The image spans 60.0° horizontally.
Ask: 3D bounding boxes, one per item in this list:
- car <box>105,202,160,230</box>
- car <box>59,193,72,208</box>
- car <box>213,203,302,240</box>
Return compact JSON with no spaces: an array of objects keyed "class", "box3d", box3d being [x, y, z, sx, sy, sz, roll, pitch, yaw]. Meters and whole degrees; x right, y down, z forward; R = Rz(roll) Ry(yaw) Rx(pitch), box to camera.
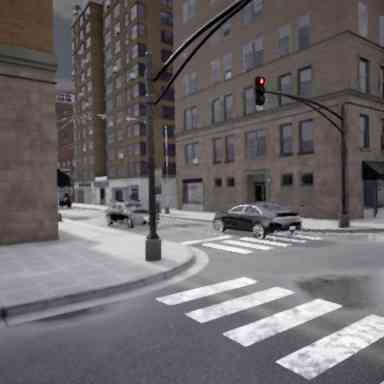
[{"class":"car","box3d":[-3.755,1.366,20.404,2.128,1.511,4.902,-2,1,-36]},{"class":"car","box3d":[-18.008,1.175,45.021,2.150,2.045,5.566,-2,1,-37]},{"class":"car","box3d":[2.862,1.256,15.648,2.128,1.511,4.902,-2,1,-30]}]
